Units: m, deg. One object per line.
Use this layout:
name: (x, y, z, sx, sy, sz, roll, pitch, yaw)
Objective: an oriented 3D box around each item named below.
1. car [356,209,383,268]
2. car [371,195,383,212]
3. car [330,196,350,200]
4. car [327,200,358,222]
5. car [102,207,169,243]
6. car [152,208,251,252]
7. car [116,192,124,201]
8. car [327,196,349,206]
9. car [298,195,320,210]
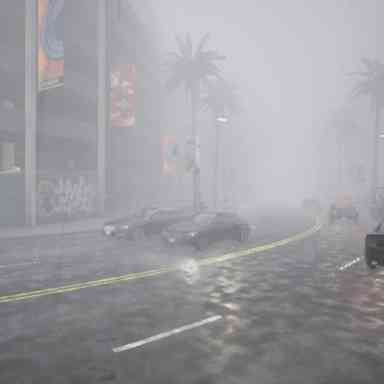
car: (6.926, 1.473, 10.485, 1.882, 1.535, 5.008, 0, 0, 40)
car: (14.909, 1.208, 24.677, 2.150, 2.045, 5.566, 0, 0, 18)
car: (18.718, 1.328, 42.039, 2.097, 1.767, 4.553, 0, 0, 10)
car: (11.672, 1.586, 26.068, 1.895, 1.301, 4.718, 0, 0, 18)
car: (-2.018, 1.477, 16.149, 2.128, 1.511, 4.902, 0, 0, 40)
car: (0.766, 1.515, 14.059, 1.812, 1.442, 4.674, 0, 0, 41)
car: (-11.626, 0.978, 53.577, 2.435, 2.045, 5.566, 0, 0, 10)
car: (24.054, 1.449, 54.816, 2.231, 1.521, 4.892, 0, 0, 10)
car: (15.385, 1.477, 43.266, 1.837, 1.490, 4.892, 0, 0, 10)
